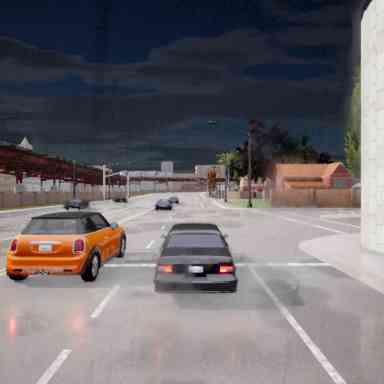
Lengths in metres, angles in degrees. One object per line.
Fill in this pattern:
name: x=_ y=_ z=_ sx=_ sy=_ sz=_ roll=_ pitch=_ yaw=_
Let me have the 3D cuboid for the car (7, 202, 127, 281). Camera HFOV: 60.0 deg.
car: x=-3.426 y=1.352 z=10.028 sx=2.097 sy=1.767 sz=4.553 roll=0 pitch=0 yaw=2

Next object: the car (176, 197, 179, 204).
car: x=-3.526 y=1.564 z=63.930 sx=1.994 sy=1.385 sz=4.181 roll=0 pitch=0 yaw=0

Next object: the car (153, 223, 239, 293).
car: x=0.074 y=1.547 z=8.962 sx=2.033 sy=1.411 sz=5.357 roll=0 pitch=0 yaw=0

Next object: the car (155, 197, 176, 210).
car: x=-3.482 y=1.564 z=42.001 sx=1.994 sy=1.385 sz=4.181 roll=0 pitch=0 yaw=0

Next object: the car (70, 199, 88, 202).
car: x=-14.183 y=1.547 z=41.367 sx=2.033 sy=1.411 sz=5.357 roll=0 pitch=0 yaw=0

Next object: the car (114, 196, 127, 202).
car: x=-14.149 y=1.564 z=66.134 sx=1.994 sy=1.385 sz=4.181 roll=0 pitch=0 yaw=0
